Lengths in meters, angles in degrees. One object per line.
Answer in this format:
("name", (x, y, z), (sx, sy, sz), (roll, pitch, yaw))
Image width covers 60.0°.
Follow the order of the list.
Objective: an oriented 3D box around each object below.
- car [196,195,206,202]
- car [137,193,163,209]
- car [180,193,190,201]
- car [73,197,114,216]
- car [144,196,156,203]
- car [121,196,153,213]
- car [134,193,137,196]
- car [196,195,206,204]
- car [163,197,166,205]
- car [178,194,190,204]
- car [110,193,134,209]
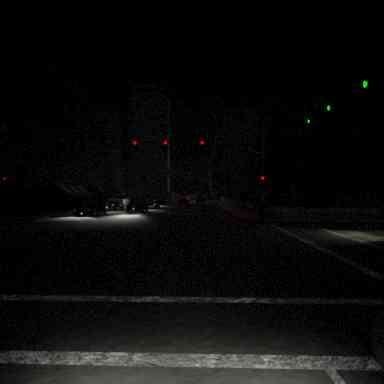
("car", (1.969, 1.351, 74.566), (2.128, 1.511, 4.902), (0, 0, 1))
("car", (-5.819, 1.221, 46.797), (2.150, 2.045, 5.566), (0, 0, 1))
("car", (-1.530, 1.181, 74.623), (2.097, 1.767, 4.553), (0, 0, 1))
("car", (-9.745, 1.547, 32.529), (2.033, 1.411, 5.357), (0, 0, 4))
("car", (-8.678, 1.525, 68.839), (1.812, 1.442, 4.674), (0, 0, 2))
("car", (-6.059, 1.491, 37.225), (2.128, 1.511, 4.902), (0, 0, 1))
("car", (-9.147, 1.220, 53.477), (2.150, 2.045, 5.566), (0, 0, 1))
("car", (1.741, 1.504, 65.349), (1.837, 1.490, 4.892), (0, 0, 1))
("car", (-5.549, 1.547, 57.152), (2.033, 1.411, 5.357), (0, 0, 2))
("car", (-1.743, 1.564, 66.062), (1.994, 1.385, 4.181), (0, 0, 1))
("car", (-9.423, 1.221, 42.709), (2.150, 2.045, 5.566), (0, 0, 2))
